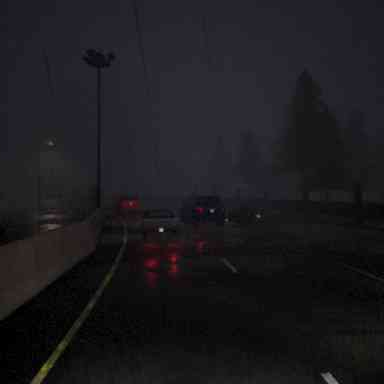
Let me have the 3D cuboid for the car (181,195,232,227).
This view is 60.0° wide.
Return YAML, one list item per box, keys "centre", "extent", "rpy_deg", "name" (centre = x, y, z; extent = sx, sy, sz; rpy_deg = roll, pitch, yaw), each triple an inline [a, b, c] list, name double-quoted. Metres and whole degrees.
- centre: [0.647, 1.248, 23.213]
  extent: [2.150, 2.045, 5.566]
  rpy_deg: [0, 0, -13]
  name: "car"

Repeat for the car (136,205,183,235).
- centre: [-1.991, 1.628, 18.969]
  extent: [1.895, 1.301, 4.718]
  rpy_deg: [0, 0, -11]
  name: "car"

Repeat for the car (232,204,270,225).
- centre: [3.992, 1.581, 24.114]
  extent: [1.994, 1.385, 4.181]
  rpy_deg: [0, 0, -13]
  name: "car"

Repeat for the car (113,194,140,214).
- centre: [-7.322, 1.284, 36.990]
  extent: [2.150, 2.045, 5.566]
  rpy_deg: [0, 0, -21]
  name: "car"
